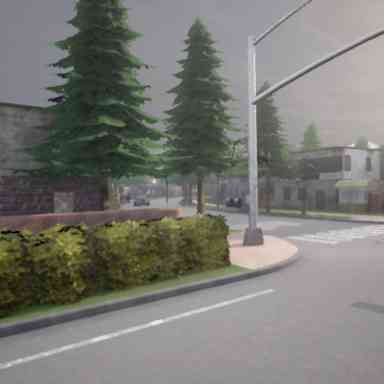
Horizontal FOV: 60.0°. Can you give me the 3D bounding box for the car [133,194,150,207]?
[{"bbox_3d":[-6.954,1.127,45.692,2.097,1.767,4.553,-1,1,-11],"label":"car"}]
